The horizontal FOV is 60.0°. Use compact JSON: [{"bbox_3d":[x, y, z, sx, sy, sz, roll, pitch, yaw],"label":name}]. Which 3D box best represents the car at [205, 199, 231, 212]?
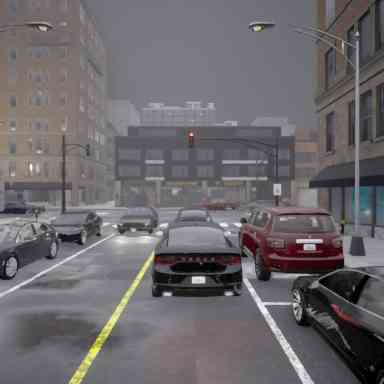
[{"bbox_3d":[2.638,1.499,37.762,5.008,1.535,1.882,1,0,0],"label":"car"}]

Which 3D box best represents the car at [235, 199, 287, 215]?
[{"bbox_3d":[7.088,1.535,34.541,4.902,1.511,2.128,0,0,0],"label":"car"}]

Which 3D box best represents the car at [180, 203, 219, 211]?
[{"bbox_3d":[0.059,1.505,16.137,1.837,1.490,4.892,0,0,0],"label":"car"}]

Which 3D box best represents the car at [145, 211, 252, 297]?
[{"bbox_3d":[0.062,1.478,8.633,1.882,1.535,5.008,0,0,-1],"label":"car"}]

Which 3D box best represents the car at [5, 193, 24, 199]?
[{"bbox_3d":[-21.879,1.125,37.622,5.566,2.045,2.150,0,0,0],"label":"car"}]

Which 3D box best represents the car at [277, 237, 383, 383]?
[{"bbox_3d":[2.631,1.566,4.153,1.947,1.339,4.313,0,0,0],"label":"car"}]

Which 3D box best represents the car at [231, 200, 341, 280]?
[{"bbox_3d":[2.623,1.315,9.815,2.192,1.841,5.009,0,0,0],"label":"car"}]

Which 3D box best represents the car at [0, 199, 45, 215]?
[{"bbox_3d":[-16.207,1.531,30.951,4.718,1.301,1.895,0,0,0],"label":"car"}]

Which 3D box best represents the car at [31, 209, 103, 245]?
[{"bbox_3d":[-5.409,1.566,15.467,1.947,1.339,4.313,0,0,0],"label":"car"}]

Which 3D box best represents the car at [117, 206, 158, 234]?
[{"bbox_3d":[-3.006,1.547,19.461,2.033,1.411,5.357,0,0,-1],"label":"car"}]

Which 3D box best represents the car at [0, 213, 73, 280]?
[{"bbox_3d":[-5.402,1.551,9.804,2.008,1.369,4.403,0,0,0],"label":"car"}]
